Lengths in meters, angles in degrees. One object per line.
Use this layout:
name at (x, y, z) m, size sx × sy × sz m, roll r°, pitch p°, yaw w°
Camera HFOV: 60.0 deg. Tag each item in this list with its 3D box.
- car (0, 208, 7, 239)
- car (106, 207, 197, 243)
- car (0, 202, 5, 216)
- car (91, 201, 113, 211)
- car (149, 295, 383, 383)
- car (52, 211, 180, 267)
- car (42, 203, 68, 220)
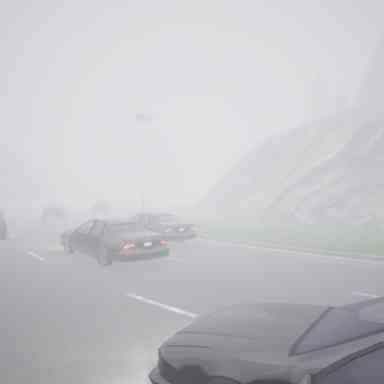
car at (-10.941, 1.468, 17.447) m, size 2.097 × 1.767 × 4.553 m, roll 1°, pitch -1°, yaw -31°
car at (-1.983, 1.674, 16.222) m, size 2.033 × 1.411 × 5.357 m, roll 0°, pitch -1°, yaw -38°
car at (-20.358, 1.781, 32.853) m, size 1.994 × 1.385 × 4.181 m, roll 0°, pitch 0°, yaw -10°
car at (-10.324, 1.788, 38.469) m, size 1.837 × 1.490 × 4.892 m, roll 0°, pitch 0°, yaw -5°
car at (2.174, 1.574, 2.501) m, size 5.357 × 1.411 × 2.033 m, roll 0°, pitch -1°, yaw 36°
car at (-2.974, 1.637, 11.934) m, size 2.033 × 1.411 × 5.357 m, roll 0°, pitch -1°, yaw -41°
car at (-12.647, 1.744, 30.831) m, size 1.812 × 1.442 × 4.674 m, roll 0°, pitch 0°, yaw -14°
